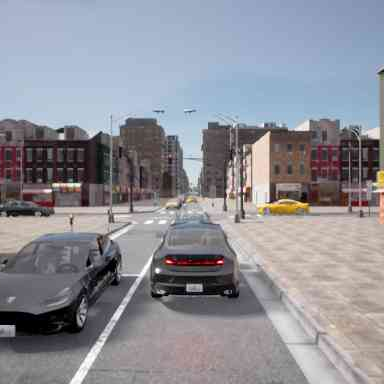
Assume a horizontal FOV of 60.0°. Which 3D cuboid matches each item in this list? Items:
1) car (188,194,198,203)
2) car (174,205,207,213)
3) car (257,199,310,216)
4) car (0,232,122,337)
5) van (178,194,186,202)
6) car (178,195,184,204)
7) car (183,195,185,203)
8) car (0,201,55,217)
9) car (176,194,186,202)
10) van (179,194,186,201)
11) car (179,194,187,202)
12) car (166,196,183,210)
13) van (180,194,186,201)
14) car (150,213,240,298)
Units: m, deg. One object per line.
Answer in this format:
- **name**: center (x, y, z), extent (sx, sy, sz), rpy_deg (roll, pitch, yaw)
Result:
- **car**: center (0.132, 1.616, 76.053), extent (1.882, 1.535, 5.008), rpy_deg (0, 0, 0)
- **car**: center (0.059, 1.608, 17.707), extent (1.895, 1.301, 4.718), rpy_deg (0, 0, 1)
- **car**: center (8.871, 1.492, 32.538), extent (5.008, 1.535, 1.882), rpy_deg (0, 0, 4)
- **car**: center (-2.622, 1.567, 6.819), extent (1.947, 1.339, 4.313), rpy_deg (0, 0, 0)
- **van**: center (-2.489, 1.507, 83.827), extent (1.690, 1.788, 3.998), rpy_deg (0, 0, 0)
- **car**: center (-2.547, 1.604, 50.193), extent (1.887, 1.381, 4.507), rpy_deg (0, 0, 0)
- **car**: center (-2.538, 1.655, 55.799), extent (1.802, 1.307, 4.206), rpy_deg (0, 0, 0)
- **car**: center (-14.713, 1.540, 29.512), extent (4.892, 1.490, 1.837), rpy_deg (0, 0, 0)
- **car**: center (-2.499, 1.461, 78.221), extent (2.192, 1.841, 5.009), rpy_deg (0, 0, 0)
- **van**: center (-2.479, 1.529, 89.432), extent (1.690, 1.788, 3.998), rpy_deg (0, 0, 0)
- **car**: center (-2.519, 1.547, 67.010), extent (1.967, 1.590, 4.097), rpy_deg (0, 0, 0)
- **car**: center (-2.557, 1.571, 44.419), extent (1.752, 1.417, 4.829), rpy_deg (0, 0, 0)
- **van**: center (-2.470, 1.551, 95.037), extent (1.690, 1.788, 3.998), rpy_deg (0, 0, 0)
- **car**: center (0.085, 1.507, 8.496), extent (1.837, 1.490, 4.892), rpy_deg (0, 0, 1)
